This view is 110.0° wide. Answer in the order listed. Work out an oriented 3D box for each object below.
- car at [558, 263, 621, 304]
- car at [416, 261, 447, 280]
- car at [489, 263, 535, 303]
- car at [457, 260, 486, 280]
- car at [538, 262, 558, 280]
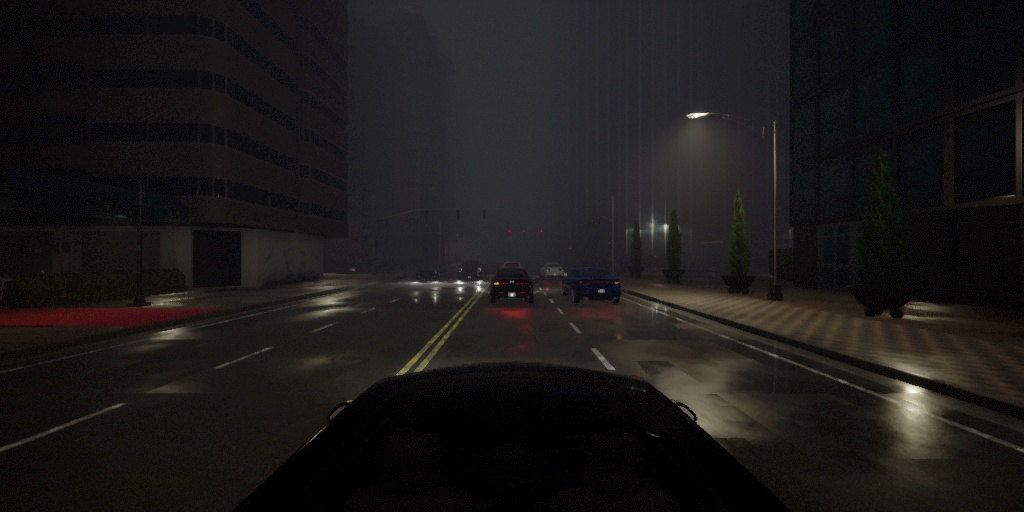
[{"bbox_3d":[3.500,1.234,16.500,1.882,1.535,5.008,0,0,0],"label":"car"},{"bbox_3d":[-7.000,1.261,31.547,1.882,1.535,5.008,0,0,0],"label":"car"},{"bbox_3d":[0.000,1.265,16.500,1.837,1.490,4.892,0,0,0],"label":"car"},{"bbox_3d":[-3.500,1.153,31.577,2.097,1.767,4.553,0,0,0],"label":"car"},{"bbox_3d":[3.500,1.282,31.500,1.812,1.442,4.674,0,0,0],"label":"car"}]
